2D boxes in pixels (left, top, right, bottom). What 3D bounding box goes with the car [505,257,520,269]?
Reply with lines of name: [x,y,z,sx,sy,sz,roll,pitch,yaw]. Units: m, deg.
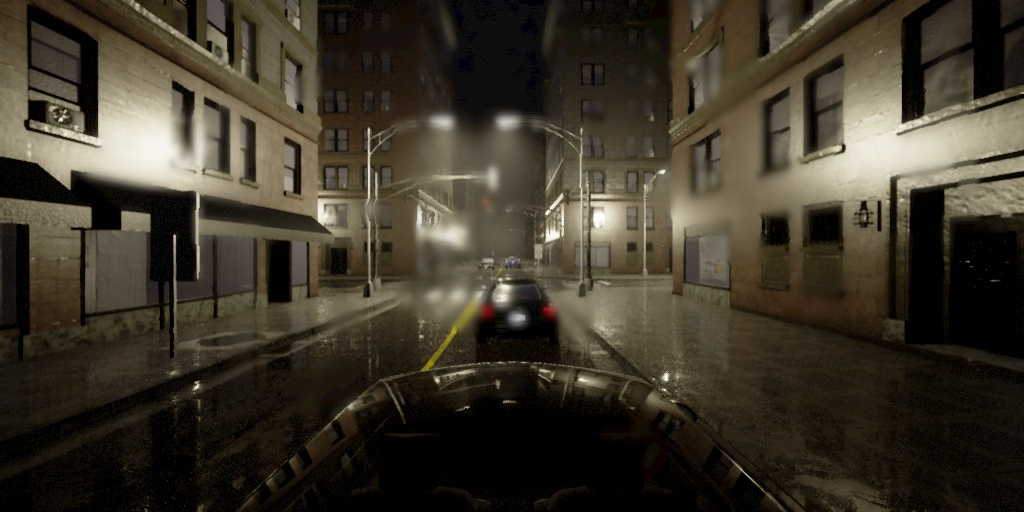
car: [0.120,0.894,52.113,2.097,1.767,4.553,0,0,0]

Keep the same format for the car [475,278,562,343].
car: [0.117,1.282,9.590,1.994,1.385,4.181,0,0,-1]

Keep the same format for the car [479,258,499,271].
car: [-3.072,1.065,45.127,2.128,1.511,4.902,0,0,0]
